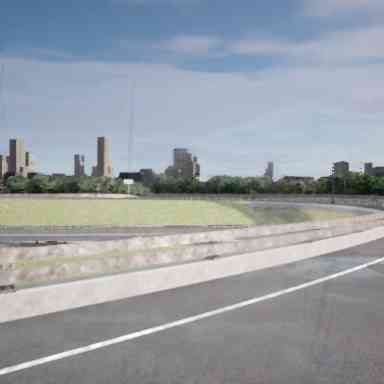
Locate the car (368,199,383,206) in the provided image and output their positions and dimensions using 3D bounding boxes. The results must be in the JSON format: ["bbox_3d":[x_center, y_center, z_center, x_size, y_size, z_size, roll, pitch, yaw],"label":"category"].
[{"bbox_3d":[39.411,2.347,71.116,1.837,1.490,4.892,0,-1,6],"label":"car"}]

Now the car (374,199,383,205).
[{"bbox_3d":[43.471,2.287,75.588,1.994,1.385,4.181,0,-1,3],"label":"car"}]
